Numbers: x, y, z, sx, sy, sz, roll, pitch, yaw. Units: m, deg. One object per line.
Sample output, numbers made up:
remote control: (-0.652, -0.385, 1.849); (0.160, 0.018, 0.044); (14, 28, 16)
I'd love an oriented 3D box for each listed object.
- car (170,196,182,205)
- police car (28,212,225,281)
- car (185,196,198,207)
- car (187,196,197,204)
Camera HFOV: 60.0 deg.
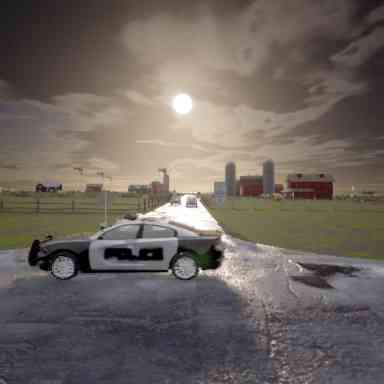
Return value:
car: (-2.811, 1.532, 58.469); (1.837, 1.490, 4.892); (0, 0, 0)
police car: (-1.720, 1.417, 9.260); (5.238, 1.638, 1.930); (0, 0, -1)
car: (-0.053, 1.571, 53.053); (2.033, 1.411, 5.357); (0, 0, 0)
car: (-0.065, 1.507, 63.474); (1.882, 1.535, 5.008); (0, 0, 0)
